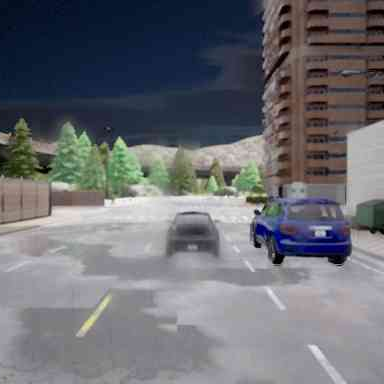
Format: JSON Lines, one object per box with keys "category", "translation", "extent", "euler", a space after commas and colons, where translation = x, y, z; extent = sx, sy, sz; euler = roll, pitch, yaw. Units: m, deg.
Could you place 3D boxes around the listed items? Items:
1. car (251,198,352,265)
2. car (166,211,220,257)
{"category": "car", "translation": [3.528, 1.216, 11.753], "extent": [2.150, 2.045, 5.566], "euler": [0, 0, 1]}
{"category": "car", "translation": [0.039, 1.498, 12.879], "extent": [1.837, 1.490, 4.892], "euler": [0, 0, 0]}
